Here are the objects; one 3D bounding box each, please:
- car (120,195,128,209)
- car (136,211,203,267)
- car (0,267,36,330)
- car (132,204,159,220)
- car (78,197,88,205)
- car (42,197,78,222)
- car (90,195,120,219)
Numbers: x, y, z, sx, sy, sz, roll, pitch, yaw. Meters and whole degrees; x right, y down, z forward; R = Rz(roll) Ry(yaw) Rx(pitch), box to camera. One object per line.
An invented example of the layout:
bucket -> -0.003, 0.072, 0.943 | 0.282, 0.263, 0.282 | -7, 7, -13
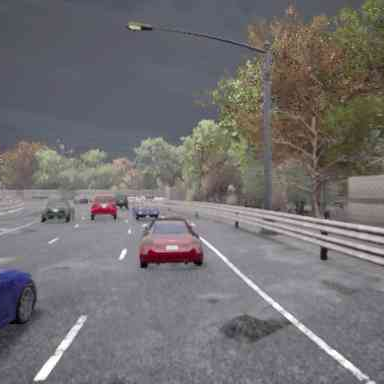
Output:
car -> -10.491, 1.370, 46.607 | 2.150, 2.045, 5.566 | 0, 0, -25
car -> -0.797, 1.596, 11.674 | 1.994, 1.385, 4.181 | 0, 0, -6
car -> -3.668, 1.548, 4.146 | 1.812, 1.442, 4.674 | 0, 0, -3
car -> -4.132, 1.685, 28.869 | 1.895, 1.301, 4.718 | 0, 0, -15
car -> -22.369, 1.736, 66.668 | 1.837, 1.490, 4.892 | 0, 0, -39
car -> -10.921, 1.454, 27.398 | 2.097, 1.767, 4.553 | 0, 0, -15
car -> -8.014, 1.321, 30.141 | 2.150, 2.045, 5.566 | 0, 0, -16
